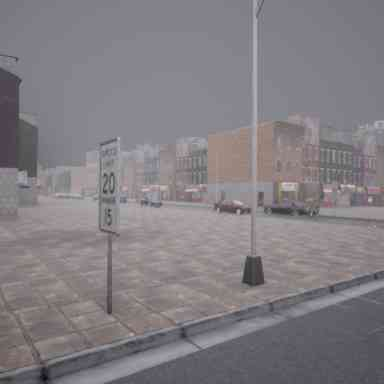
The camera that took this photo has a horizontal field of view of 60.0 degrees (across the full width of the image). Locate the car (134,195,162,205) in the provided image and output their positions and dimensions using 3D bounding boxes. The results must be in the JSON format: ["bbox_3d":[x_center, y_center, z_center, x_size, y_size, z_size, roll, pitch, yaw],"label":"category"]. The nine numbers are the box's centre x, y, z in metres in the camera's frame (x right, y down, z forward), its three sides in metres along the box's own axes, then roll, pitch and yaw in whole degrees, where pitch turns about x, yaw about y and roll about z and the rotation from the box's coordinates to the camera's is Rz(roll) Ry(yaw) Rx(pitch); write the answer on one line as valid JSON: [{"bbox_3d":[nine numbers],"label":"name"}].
[{"bbox_3d":[-6.744,1.188,50.668,2.033,1.411,5.357,1,0,-35],"label":"car"}]

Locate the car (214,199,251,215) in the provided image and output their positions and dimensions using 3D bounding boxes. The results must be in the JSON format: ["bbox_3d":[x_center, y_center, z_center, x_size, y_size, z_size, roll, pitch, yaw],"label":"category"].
[{"bbox_3d":[3.947,1.367,30.943,1.887,1.381,4.507,1,0,-35],"label":"car"}]

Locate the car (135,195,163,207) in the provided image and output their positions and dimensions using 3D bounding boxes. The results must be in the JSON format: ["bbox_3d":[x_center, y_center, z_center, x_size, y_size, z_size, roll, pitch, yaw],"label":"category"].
[{"bbox_3d":[-5.584,1.230,44.388,1.947,1.339,4.313,1,0,-35],"label":"car"}]

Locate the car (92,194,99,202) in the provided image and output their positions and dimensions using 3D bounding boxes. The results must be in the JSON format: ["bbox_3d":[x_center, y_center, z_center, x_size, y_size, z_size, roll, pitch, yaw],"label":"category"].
[{"bbox_3d":[-16.142,1.019,58.611,1.837,1.490,4.892,1,0,-35],"label":"car"}]

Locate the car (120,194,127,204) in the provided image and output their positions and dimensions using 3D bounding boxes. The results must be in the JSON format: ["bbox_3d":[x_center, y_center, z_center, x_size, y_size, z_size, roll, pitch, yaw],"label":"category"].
[{"bbox_3d":[-12.089,1.047,52.903,1.882,1.535,5.008,1,0,-35],"label":"car"}]

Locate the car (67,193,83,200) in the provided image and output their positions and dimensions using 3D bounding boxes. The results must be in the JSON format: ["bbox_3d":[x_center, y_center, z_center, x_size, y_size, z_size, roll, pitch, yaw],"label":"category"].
[{"bbox_3d":[-24.647,0.965,71.279,2.008,1.369,4.403,1,0,-35],"label":"car"}]

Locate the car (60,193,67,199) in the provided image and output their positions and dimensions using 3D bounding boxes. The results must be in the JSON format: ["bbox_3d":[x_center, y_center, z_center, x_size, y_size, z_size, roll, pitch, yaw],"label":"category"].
[{"bbox_3d":[-27.824,0.924,75.761,1.887,1.381,4.507,1,0,-35],"label":"car"}]

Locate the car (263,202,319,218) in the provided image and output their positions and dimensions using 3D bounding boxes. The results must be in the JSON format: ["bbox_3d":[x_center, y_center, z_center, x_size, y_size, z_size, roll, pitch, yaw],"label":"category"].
[{"bbox_3d":[8.509,1.493,29.061,1.895,1.301,4.718,1,0,-34],"label":"car"}]

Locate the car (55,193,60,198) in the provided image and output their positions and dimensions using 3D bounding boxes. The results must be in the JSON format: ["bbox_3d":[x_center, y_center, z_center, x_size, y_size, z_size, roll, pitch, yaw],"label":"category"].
[{"bbox_3d":[-31.002,0.892,80.243,1.887,1.381,4.507,1,0,-35],"label":"car"}]

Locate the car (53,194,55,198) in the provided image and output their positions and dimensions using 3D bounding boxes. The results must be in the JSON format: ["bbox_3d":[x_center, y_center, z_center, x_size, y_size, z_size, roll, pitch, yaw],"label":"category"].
[{"bbox_3d":[-34.080,0.843,84.586,1.752,1.417,4.829,1,0,-35],"label":"car"}]
